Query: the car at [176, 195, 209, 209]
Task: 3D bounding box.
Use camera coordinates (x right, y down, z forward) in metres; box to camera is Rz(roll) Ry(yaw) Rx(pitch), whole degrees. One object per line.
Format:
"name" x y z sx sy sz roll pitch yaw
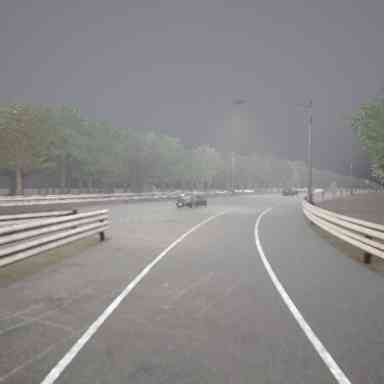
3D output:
"car" 0.034 1.003 34.960 1.812 1.442 4.674 1 2 31

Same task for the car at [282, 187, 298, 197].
"car" 20.283 -0.047 68.500 2.150 2.045 5.566 1 2 31
